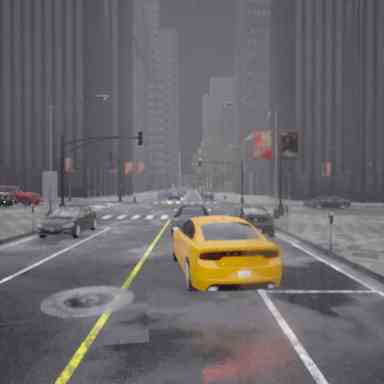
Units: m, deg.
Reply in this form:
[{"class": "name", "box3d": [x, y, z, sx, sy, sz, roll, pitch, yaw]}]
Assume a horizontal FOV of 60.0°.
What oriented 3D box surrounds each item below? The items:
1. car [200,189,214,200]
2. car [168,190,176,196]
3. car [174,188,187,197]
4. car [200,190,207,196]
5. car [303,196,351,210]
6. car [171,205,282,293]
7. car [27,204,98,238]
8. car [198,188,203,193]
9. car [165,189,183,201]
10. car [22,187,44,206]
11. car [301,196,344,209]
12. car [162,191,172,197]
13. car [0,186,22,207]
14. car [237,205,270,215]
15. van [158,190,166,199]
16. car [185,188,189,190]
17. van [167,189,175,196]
[{"class": "car", "box3d": [2.875, 0.698, 58.064, 2.008, 1.369, 4.403, 0, 1, 0]}, {"class": "car", "box3d": [-5.393, 0.216, 91.199, 1.887, 1.381, 4.507, 0, 1, 0]}, {"class": "car", "box3d": [-2.784, 0.479, 71.521, 2.128, 1.511, 4.902, 0, 1, 0]}, {"class": "car", "box3d": [3.133, 0.195, 91.308, 1.752, 1.417, 4.829, 0, 1, 0]}, {"class": "car", "box3d": [15.559, 1.258, 38.024, 4.892, 1.490, 1.837, 1, 1, 0]}, {"class": "car", "box3d": [0.595, 1.347, 8.661, 1.882, 1.535, 5.008, 0, 1, -9]}, {"class": "car", "box3d": [-5.783, 1.313, 15.877, 2.008, 1.369, 4.403, 0, 1, 0]}, {"class": "car", "box3d": [3.004, 0.224, 74.597, 2.192, 1.841, 5.009, 0, 1, 0]}, {"class": "car", "box3d": [-2.969, 0.653, 56.143, 1.882, 1.535, 5.008, 0, 1, 1]}, {"class": "car", "box3d": [-18.474, 0.399, 34.626, 5.566, 2.045, 2.150, 2, 1, 0]}, {"class": "car", "box3d": [16.154, 1.248, 41.273, 4.674, 1.442, 1.812, 1, 1, 0]}, {"class": "car", "box3d": [-5.522, 0.474, 74.664, 1.947, 1.339, 4.313, 0, 1, 0]}, {"class": "car", "box3d": [-19.582, 0.426, 31.378, 5.566, 2.045, 2.150, 1, 1, 0]}, {"class": "car", "box3d": [2.742, 1.313, 15.885, 2.008, 1.369, 4.403, 0, 1, 0]}, {"class": "van", "box3d": [-5.607, 0.408, 63.637, 1.690, 1.788, 3.998, 0, 1, 0]}, {"class": "car", "box3d": [-2.660, -0.146, 87.567, 2.150, 2.045, 5.566, 0, 1, 0]}, {"class": "van", "box3d": [-5.436, 0.091, 85.685, 1.690, 1.788, 3.998, 0, 1, 0]}]
